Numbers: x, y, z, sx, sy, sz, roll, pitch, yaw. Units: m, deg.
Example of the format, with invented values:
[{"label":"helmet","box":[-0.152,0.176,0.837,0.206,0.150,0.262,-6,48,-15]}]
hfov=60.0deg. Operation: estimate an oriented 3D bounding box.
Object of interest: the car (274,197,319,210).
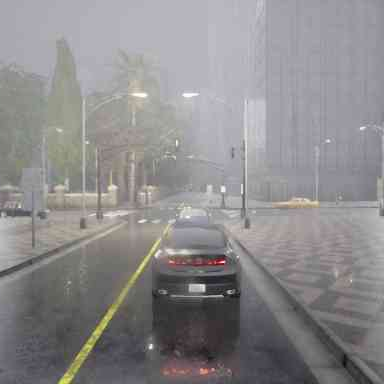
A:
[{"label":"car","box":[11.894,1.293,37.883,4.829,1.417,1.752,-1,1,0]}]

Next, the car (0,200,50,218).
[{"label":"car","box":[-14.959,1.593,29.492,4.403,1.369,2.008,0,1,0]}]

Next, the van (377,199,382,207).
[{"label":"van","box":[23.302,0.987,37.822,3.998,1.788,1.690,-1,1,0]}]

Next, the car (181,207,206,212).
[{"label":"car","box":[0.075,1.528,18.206,2.033,1.411,5.357,0,0,1]}]

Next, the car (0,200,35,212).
[{"label":"car","box":[-20.453,1.588,38.046,4.206,1.307,1.802,0,1,0]}]

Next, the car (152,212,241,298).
[{"label":"car","box":[0.093,1.500,8.475,1.837,1.490,4.892,0,0,0]}]
